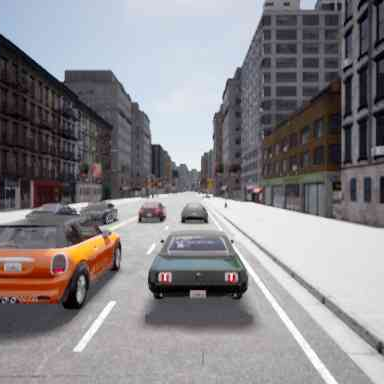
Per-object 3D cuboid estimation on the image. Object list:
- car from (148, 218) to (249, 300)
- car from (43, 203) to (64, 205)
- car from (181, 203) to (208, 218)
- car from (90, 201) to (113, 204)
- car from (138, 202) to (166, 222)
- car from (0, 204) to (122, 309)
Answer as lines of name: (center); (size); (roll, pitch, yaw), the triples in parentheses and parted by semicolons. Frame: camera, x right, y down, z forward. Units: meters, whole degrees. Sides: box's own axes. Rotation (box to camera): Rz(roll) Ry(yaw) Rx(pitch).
car: (0.132, 1.582, 8.316); (1.895, 1.301, 4.718); (0, 0, 0)
car: (-9.760, 1.498, 23.456); (2.033, 1.411, 5.357); (0, 0, 0)
car: (0.199, 1.511, 25.277); (1.994, 1.385, 4.181); (0, 0, 0)
car: (-6.509, 1.455, 23.562); (1.837, 1.490, 4.892); (0, 0, 0)
car: (-3.048, 1.472, 26.024); (1.812, 1.442, 4.674); (0, 0, 0)
car: (-3.122, 1.334, 7.976); (2.097, 1.767, 4.553); (0, 0, 1)
